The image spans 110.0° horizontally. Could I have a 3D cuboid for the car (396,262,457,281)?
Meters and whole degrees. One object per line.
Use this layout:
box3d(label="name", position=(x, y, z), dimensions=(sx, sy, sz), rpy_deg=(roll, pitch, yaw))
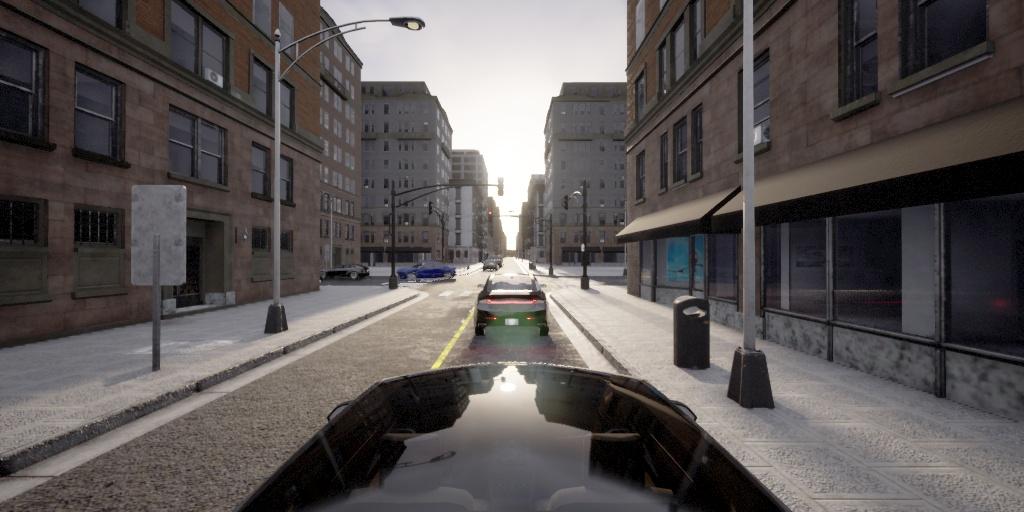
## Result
box3d(label="car", position=(-7.032, 1.228, 29.748), dimensions=(5.008, 1.535, 1.882), rpy_deg=(0, 2, -34))

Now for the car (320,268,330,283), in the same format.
box3d(label="car", position=(-14.775, 1.289, 23.491), dimensions=(4.313, 1.339, 1.948), rpy_deg=(0, 0, 0))

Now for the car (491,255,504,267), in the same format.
box3d(label="car", position=(-2.842, 0.910, 62.043), dimensions=(2.150, 2.045, 5.566), rpy_deg=(0, 1, 0))

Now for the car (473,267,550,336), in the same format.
box3d(label="car", position=(-0.002, 1.242, 10.349), dimensions=(2.128, 1.511, 4.902), rpy_deg=(0, 0, 0))

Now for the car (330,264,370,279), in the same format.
box3d(label="car", position=(-14.772, 1.330, 31.517), dimensions=(4.313, 1.339, 1.948), rpy_deg=(0, 0, 0))

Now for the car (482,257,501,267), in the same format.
box3d(label="car", position=(-2.860, 1.224, 47.732), dimensions=(1.837, 1.490, 4.892), rpy_deg=(0, 0, 0))
